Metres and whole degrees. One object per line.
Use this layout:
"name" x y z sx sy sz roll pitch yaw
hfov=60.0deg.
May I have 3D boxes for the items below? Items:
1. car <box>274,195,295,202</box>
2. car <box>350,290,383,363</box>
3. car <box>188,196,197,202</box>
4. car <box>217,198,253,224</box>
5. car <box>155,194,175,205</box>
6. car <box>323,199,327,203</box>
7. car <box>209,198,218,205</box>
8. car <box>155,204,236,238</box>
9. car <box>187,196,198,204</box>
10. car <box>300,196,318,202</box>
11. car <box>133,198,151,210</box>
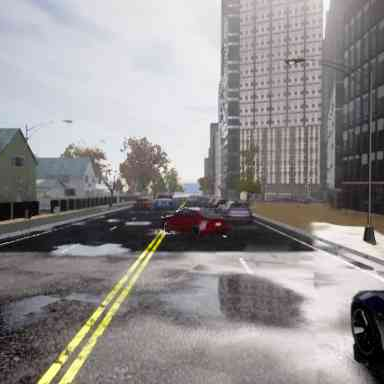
"car" 23.086 1.727 83.211 5.009 1.841 2.192 0 2 20
"car" 3.253 1.503 2.887 2.163 1.488 4.792 0 0 0
"car" 0.065 1.515 74.014 2.033 1.411 5.357 0 0 0
"car" 3.272 1.434 24.865 2.033 1.649 4.856 0 0 0
"car" -3.309 1.235 41.469 2.150 2.045 5.566 0 0 0
"car" 33.728 2.041 79.309 4.507 1.381 1.887 0 2 20
"car" 3.281 1.442 35.869 2.033 1.649 4.856 0 0 0
"car" 0.060 1.563 18.011 1.994 1.385 4.181 0 0 -38
"car" 0.111 1.641 62.228 1.895 1.301 4.718 0 0 1
"car" 31.124 1.812 88.659 4.403 1.369 2.008 0 2 20
"car" -6.557 1.495 43.910 1.882 1.535 5.008 0 0 0
